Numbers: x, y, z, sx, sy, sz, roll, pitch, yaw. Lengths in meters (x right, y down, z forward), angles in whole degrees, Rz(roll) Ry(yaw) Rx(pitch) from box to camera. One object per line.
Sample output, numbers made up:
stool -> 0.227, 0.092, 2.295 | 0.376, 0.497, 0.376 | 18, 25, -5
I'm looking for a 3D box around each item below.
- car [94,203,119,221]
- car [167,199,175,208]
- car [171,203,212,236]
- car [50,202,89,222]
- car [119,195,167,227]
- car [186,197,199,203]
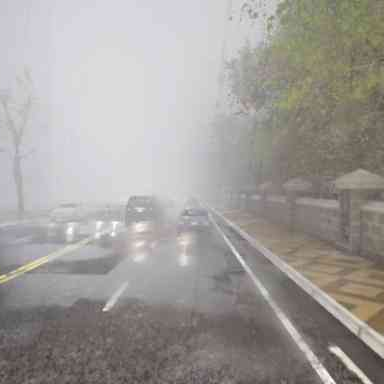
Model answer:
car -> -6.528, 1.570, 27.312 | 1.994, 1.385, 4.181 | 0, 0, 0
car -> -3.161, 1.563, 43.673 | 2.033, 1.411, 5.357 | 0, 0, 0
car -> 0.094, 1.552, 18.301 | 2.033, 1.411, 5.357 | 0, 0, 0
car -> -9.780, 1.530, 26.900 | 1.812, 1.442, 4.674 | 0, 0, 0
car -> -3.156, 1.226, 22.839 | 2.150, 2.045, 5.566 | 0, 0, 0
car -> 0.087, 1.529, 55.703 | 1.837, 1.490, 4.892 | 0, 0, 0
